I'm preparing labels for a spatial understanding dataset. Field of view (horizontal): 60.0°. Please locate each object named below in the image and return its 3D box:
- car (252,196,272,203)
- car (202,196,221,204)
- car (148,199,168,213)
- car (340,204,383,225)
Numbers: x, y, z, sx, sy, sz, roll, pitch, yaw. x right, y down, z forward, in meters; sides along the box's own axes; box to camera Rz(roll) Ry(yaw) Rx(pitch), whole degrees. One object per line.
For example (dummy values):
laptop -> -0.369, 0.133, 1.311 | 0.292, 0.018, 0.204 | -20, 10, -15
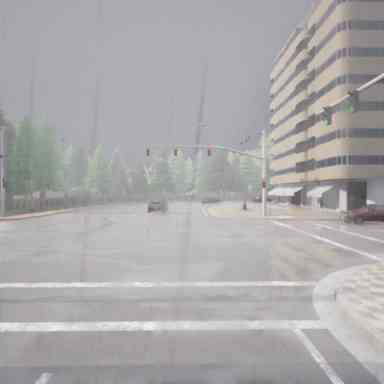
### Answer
car -> 14.269, 1.505, 67.786 | 4.674, 1.442, 1.812 | 0, 0, -34
car -> 3.691, 1.472, 61.953 | 2.128, 1.511, 4.902 | 0, 0, 36
car -> -3.714, 1.480, 36.631 | 2.128, 1.511, 4.902 | 0, 0, 0
car -> 13.191, 1.574, 24.039 | 4.674, 1.442, 1.812 | 0, 0, -1
